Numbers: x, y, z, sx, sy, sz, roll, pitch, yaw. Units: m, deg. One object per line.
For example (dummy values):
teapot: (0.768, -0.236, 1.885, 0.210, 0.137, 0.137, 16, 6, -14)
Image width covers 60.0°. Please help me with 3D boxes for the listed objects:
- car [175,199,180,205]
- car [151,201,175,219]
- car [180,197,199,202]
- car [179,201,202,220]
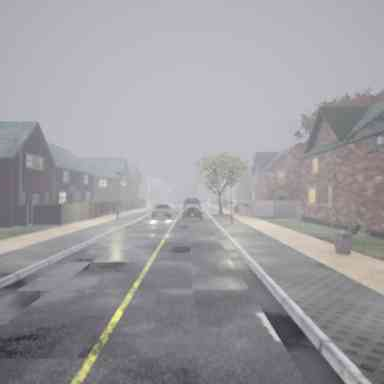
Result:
car: (-2.949, 2.291, 73.352, 2.033, 1.411, 5.357, 0, -1, 0)
car: (-2.923, 1.868, 32.887, 1.812, 1.442, 4.674, 0, -1, 0)
car: (-0.013, 1.688, 42.092, 2.150, 2.045, 5.566, 0, -1, 0)
car: (0.020, 1.848, 31.458, 1.812, 1.442, 4.674, 0, -1, 0)
